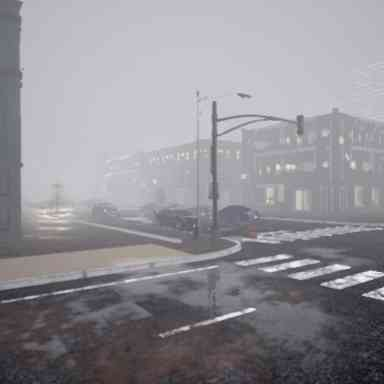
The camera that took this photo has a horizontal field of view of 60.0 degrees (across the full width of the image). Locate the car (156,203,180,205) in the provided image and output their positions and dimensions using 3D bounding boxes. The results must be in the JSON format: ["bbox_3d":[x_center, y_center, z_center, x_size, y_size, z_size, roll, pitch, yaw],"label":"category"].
[{"bbox_3d":[-2.135,1.946,39.592,1.802,1.307,4.206,-1,0,-35],"label":"car"}]

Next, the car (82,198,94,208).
[{"bbox_3d":[-18.183,1.984,62.143,2.192,1.841,5.009,-1,0,-35],"label":"car"}]

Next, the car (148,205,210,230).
[{"bbox_3d":[-1.018,1.840,23.355,1.947,1.339,4.313,-1,0,-35],"label":"car"}]

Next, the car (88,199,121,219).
[{"bbox_3d":[-8.965,1.873,34.732,1.967,1.590,4.097,-1,0,-35],"label":"car"}]

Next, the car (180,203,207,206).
[{"bbox_3d":[1.073,1.852,35.082,2.008,1.369,4.403,-1,0,-35],"label":"car"}]

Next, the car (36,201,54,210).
[{"bbox_3d":[-24.907,2.261,57.146,1.752,1.417,4.829,-1,0,-35],"label":"car"}]

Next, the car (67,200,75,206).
[{"bbox_3d":[-27.803,2.410,75.675,1.947,1.339,4.313,-1,0,-35],"label":"car"}]

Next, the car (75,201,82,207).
[{"bbox_3d":[-21.386,2.273,66.654,1.887,1.381,4.507,-1,0,-35],"label":"car"}]

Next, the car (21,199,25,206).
[{"bbox_3d":[-37.842,2.410,75.325,1.967,1.590,4.097,-1,0,-35],"label":"car"}]

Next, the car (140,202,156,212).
[{"bbox_3d":[-5.342,2.009,44.102,1.802,1.307,4.206,-1,0,-35],"label":"car"}]

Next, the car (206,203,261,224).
[{"bbox_3d":[3.524,1.757,27.187,1.812,1.442,4.674,-1,0,-35],"label":"car"}]

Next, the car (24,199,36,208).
[{"bbox_3d":[-31.423,2.405,66.305,2.008,1.369,4.403,-1,0,-35],"label":"car"}]
